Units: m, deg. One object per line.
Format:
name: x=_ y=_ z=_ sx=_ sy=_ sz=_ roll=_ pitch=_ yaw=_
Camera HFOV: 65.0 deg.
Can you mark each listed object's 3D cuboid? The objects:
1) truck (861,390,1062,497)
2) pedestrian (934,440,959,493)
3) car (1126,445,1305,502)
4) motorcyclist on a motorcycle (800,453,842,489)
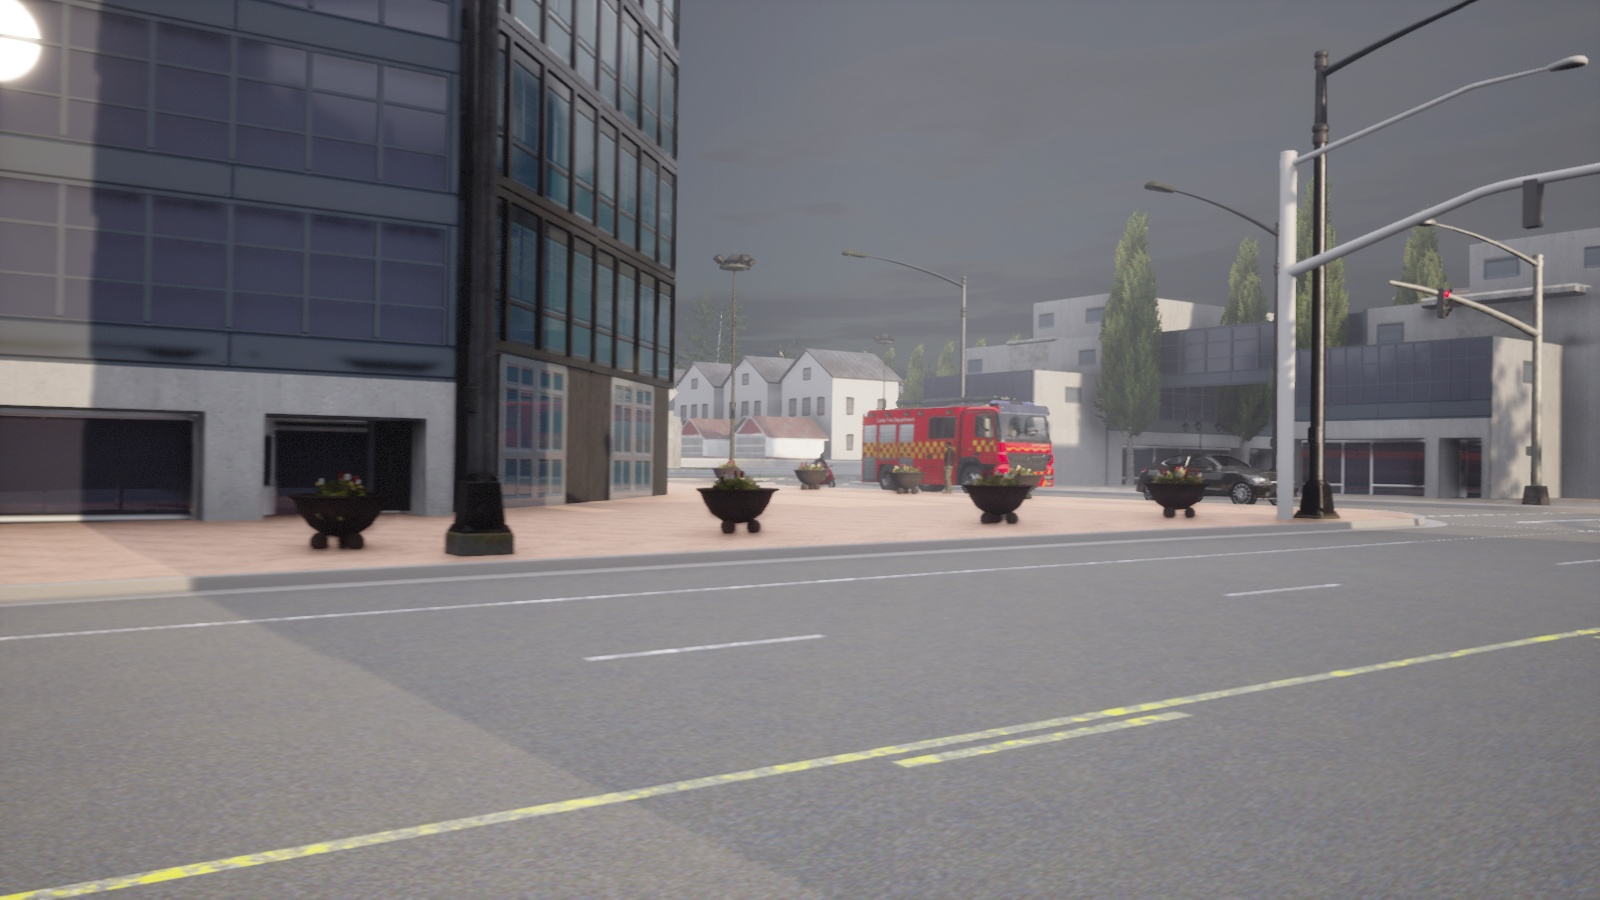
truck: x=6.117 y=-0.191 z=49.220 sx=2.891 sy=3.827 sz=8.468 roll=1 pitch=-1 yaw=-34
pedestrian: x=5.084 y=0.566 z=43.549 sx=0.703 sy=1.840 sz=0.431 roll=0 pitch=-1 yaw=32
car: x=12.907 y=0.712 z=39.276 sx=2.152 sy=1.651 sz=5.027 roll=1 pitch=-1 yaw=-34
motorcyclist on a motorcycle: x=0.939 y=0.952 z=56.309 sx=0.866 sy=1.590 sz=1.817 roll=1 pitch=-1 yaw=-40
